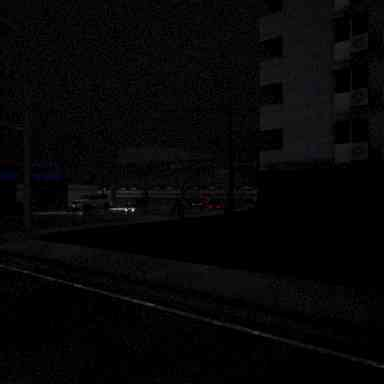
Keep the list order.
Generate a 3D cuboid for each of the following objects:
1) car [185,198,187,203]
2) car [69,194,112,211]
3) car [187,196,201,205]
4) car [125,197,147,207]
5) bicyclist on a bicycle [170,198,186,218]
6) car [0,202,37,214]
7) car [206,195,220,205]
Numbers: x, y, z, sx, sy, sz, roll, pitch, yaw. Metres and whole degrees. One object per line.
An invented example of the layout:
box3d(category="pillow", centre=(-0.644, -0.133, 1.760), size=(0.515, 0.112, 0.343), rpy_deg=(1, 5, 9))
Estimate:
box3d(category="car", centre=(-0.115, 1.579, 69.851), size=(1.994, 1.385, 4.181), rpy_deg=(0, 0, -12))
box3d(category="car", centre=(-12.288, 1.234, 40.709), size=(2.150, 2.045, 5.566), rpy_deg=(0, 0, 29))
box3d(category="car", centre=(0.615, 1.560, 60.646), size=(2.033, 1.411, 5.357), rpy_deg=(0, 0, 2))
box3d(category="car", centre=(-8.340, 1.505, 49.984), size=(2.128, 1.511, 4.902), rpy_deg=(0, 0, 15))
box3d(category="bicyclist on a bicycle", centre=(-1.159, 1.307, 27.286), size=(1.656, 1.620, 0.582), rpy_deg=(0, 0, 36))
box3d(category="car", centre=(-17.875, 1.613, 32.457), size=(1.895, 1.301, 4.718), rpy_deg=(0, 0, 35))
box3d(category="car", centre=(3.930, 1.537, 58.455), size=(1.812, 1.442, 4.674), rpy_deg=(0, 0, 4))
